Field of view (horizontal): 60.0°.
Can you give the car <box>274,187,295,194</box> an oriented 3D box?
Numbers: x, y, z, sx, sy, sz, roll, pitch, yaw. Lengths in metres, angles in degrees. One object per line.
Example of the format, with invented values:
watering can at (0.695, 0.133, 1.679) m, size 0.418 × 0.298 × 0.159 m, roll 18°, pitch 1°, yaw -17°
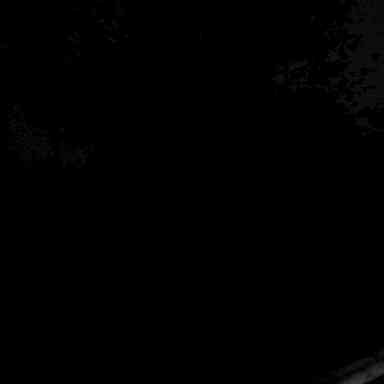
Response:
car at (11.432, -0.425, 41.814) m, size 2.163 × 1.488 × 4.792 m, roll 5°, pitch 4°, yaw 38°
